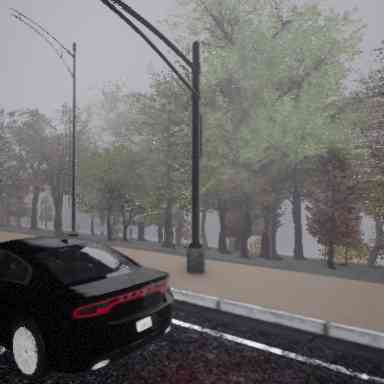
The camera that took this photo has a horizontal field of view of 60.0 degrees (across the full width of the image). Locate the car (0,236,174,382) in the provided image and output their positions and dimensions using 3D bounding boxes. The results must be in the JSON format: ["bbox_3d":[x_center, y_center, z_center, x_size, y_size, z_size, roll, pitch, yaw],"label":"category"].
[{"bbox_3d":[-2.606,1.481,5.545,5.008,1.535,1.882,0,0,36],"label":"car"}]
